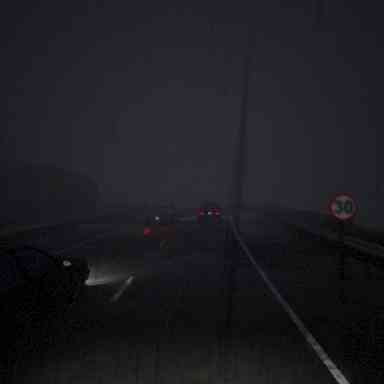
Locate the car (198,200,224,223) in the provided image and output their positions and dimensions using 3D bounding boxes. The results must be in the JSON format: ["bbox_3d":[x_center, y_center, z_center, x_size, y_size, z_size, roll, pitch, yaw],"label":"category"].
[{"bbox_3d":[1.472,1.562,26.100,2.033,1.411,5.357,0,0,5],"label":"car"}]

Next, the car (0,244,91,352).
[{"bbox_3d":[-3.301,1.546,5.210,2.033,1.411,5.357,0,0,1],"label":"car"}]

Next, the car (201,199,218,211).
[{"bbox_3d":[2.198,1.624,42.802,1.895,1.301,4.718,0,0,-1],"label":"car"}]

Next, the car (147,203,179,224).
[{"bbox_3d":[-2.144,1.535,24.828,1.812,1.442,4.674,0,0,5],"label":"car"}]
